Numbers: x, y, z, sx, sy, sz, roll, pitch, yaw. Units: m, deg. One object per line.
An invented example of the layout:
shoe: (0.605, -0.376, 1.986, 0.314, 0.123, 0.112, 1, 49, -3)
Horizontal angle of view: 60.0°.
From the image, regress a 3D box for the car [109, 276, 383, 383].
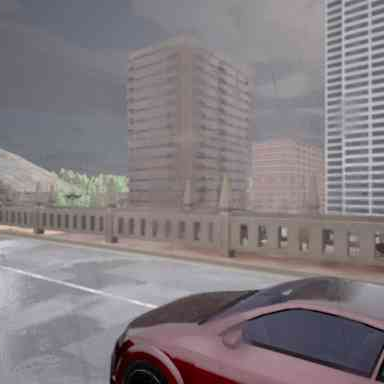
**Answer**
car: (1.167, 1.567, 3.161, 4.181, 1.385, 1.994, 0, 0, 35)
